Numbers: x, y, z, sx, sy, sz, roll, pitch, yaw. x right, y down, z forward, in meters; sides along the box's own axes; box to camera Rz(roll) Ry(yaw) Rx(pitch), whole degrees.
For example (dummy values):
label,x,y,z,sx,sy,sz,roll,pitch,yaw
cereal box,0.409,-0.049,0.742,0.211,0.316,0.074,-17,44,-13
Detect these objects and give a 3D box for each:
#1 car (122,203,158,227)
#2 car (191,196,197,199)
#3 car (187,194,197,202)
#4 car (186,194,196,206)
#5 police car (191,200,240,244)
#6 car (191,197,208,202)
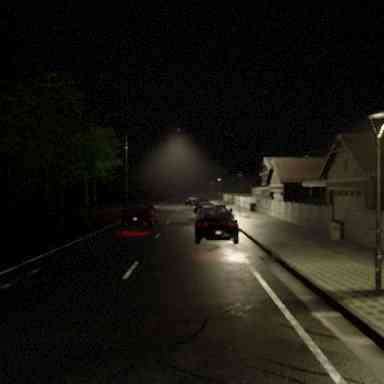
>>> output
label,x,y,z,sx,sy,sz,roll,pitch,yaw
car,-3.394,1.444,22.371,1.882,1.535,5.008,0,0,0
car,1.061,1.438,31.762,1.837,1.490,4.892,0,0,0
car,0.024,1.177,68.582,2.033,1.411,5.357,0,0,0
car,0.021,1.379,51.182,1.994,1.385,4.181,0,0,0
police car,1.056,1.405,15.874,1.930,1.638,5.238,0,0,0
car,1.059,1.411,25.953,1.801,1.575,5.366,0,0,0
